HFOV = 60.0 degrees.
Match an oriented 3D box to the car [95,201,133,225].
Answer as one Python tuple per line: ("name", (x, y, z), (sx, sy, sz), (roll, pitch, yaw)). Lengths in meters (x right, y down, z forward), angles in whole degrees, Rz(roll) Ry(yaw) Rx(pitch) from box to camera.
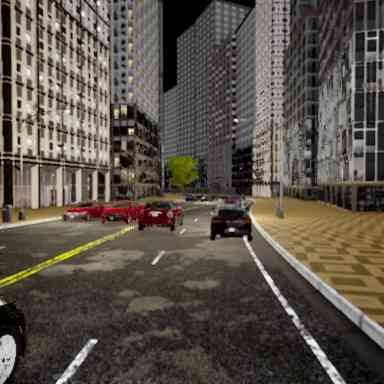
("car", (-4.851, 1.387, 23.803), (1.882, 1.535, 5.008), (0, 0, 7))

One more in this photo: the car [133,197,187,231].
("car", (-1.775, 1.280, 20.272), (2.097, 1.767, 4.553), (0, 0, 6))

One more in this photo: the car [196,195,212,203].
("car", (2.782, 1.305, 64.067), (2.033, 1.411, 5.357), (0, 0, 11))

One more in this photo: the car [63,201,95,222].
("car", (-7.962, 1.423, 25.213), (1.812, 1.442, 4.674), (0, 0, 7))

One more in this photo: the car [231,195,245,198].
("car", (3.875, 1.375, 31.924), (1.882, 1.535, 5.008), (0, 0, 9))

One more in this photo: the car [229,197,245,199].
("car", (3.012, 1.421, 26.134), (1.837, 1.490, 4.892), (0, 0, 8))

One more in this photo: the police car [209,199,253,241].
("police car", (1.912, 1.372, 16.555), (1.930, 1.638, 5.238), (0, 0, 5))

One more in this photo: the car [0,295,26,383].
("car", (-3.037, 1.498, 2.244), (1.837, 1.490, 4.892), (0, 0, 1))

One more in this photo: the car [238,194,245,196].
("car", (6.562, 1.311, 50.248), (1.882, 1.535, 5.008), (0, 0, 12))

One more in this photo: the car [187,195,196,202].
("car", (-0.196, 1.343, 65.822), (1.895, 1.301, 4.718), (0, 0, 11))
